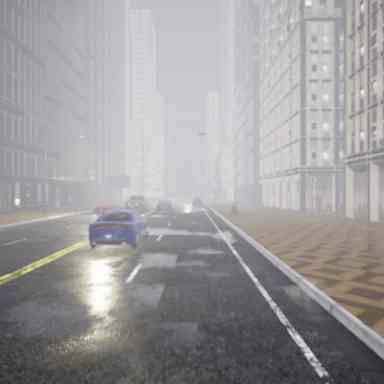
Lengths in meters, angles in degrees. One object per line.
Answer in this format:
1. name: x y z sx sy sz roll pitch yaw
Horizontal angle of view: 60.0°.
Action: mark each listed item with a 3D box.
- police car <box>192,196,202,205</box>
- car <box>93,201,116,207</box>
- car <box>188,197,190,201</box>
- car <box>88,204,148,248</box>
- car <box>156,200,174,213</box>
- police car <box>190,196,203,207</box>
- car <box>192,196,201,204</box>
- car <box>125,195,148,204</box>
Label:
1. police car: 0.972 1.718 67.382 1.930 1.638 5.238 0 0 0
2. car: -9.830 1.737 38.189 1.895 1.301 4.718 0 0 0
3. car: -0.005 1.863 92.813 1.812 1.442 4.674 0 0 0
4. car: -3.146 1.523 15.015 1.882 1.535 5.008 0 0 0
5. car: -3.151 1.633 39.229 2.128 1.511 4.902 0 0 0
6. police car: 0.972 1.658 57.382 1.930 1.638 5.238 0 0 0
7. car: 0.971 1.786 73.462 1.801 1.575 5.366 0 0 0
8. car: -6.573 1.368 39.809 2.150 2.045 5.566 0 -1 0
